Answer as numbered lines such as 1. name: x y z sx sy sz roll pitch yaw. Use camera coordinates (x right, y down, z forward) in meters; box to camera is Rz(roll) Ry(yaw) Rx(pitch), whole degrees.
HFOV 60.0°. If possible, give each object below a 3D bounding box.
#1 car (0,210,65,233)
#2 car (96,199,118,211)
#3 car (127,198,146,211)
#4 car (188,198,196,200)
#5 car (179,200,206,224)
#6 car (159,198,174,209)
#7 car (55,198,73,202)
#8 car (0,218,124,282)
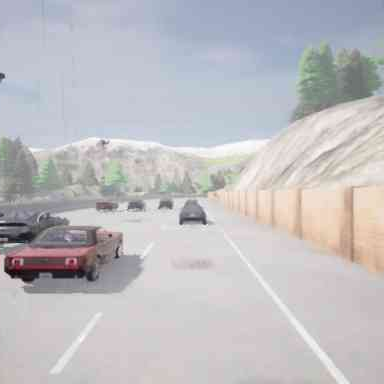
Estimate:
1. car: -6.875 1.530 14.585 2.128 1.511 4.902 0 0 0
2. car: -10.493 1.556 41.378 1.882 1.535 5.008 0 0 0
3. car: -6.996 1.573 42.540 1.837 1.490 4.892 0 0 0
4. car: -0.011 1.616 49.231 1.994 1.385 4.181 0 0 0
5. car: 0.054 1.591 25.321 1.994 1.385 4.181 0 0 0
6. car: -3.507 1.565 46.039 1.837 1.490 4.892 0 0 0
7. car: -21.121 1.674 54.826 2.033 1.411 5.357 0 0 -1
8. car: -3.331 1.622 9.793 1.895 1.301 4.718 0 0 0
